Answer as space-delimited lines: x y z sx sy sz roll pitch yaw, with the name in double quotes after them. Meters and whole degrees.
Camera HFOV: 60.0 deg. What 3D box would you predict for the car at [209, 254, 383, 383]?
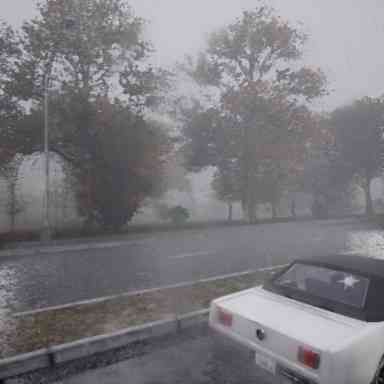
2.633 1.647 5.012 4.718 1.301 1.895 1 0 -36 "car"
